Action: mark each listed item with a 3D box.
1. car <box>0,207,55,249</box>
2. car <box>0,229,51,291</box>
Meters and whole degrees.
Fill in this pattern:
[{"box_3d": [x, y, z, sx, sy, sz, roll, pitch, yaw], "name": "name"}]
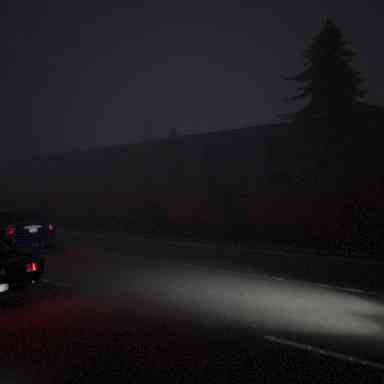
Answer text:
[{"box_3d": [-7.751, 1.495, 13.839, 4.553, 1.767, 2.097, -1, 0, 36], "name": "car"}, {"box_3d": [-5.703, 1.693, 8.071, 4.718, 1.301, 1.895, -1, 0, 36], "name": "car"}]
